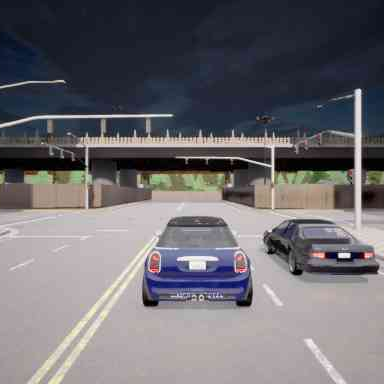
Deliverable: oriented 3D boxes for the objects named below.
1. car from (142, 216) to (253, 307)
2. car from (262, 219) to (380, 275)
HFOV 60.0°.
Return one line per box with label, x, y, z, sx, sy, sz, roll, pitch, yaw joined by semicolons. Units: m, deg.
car;0.104;1.352;8.159;2.097;1.767;4.553;0;0;0
car;3.605;1.547;10.378;2.033;1.411;5.357;0;0;0
